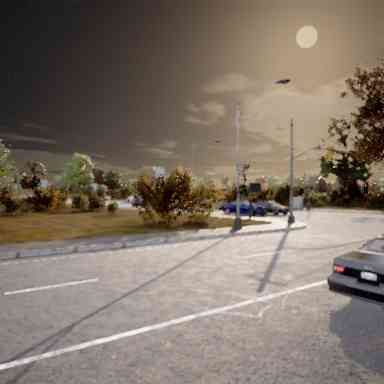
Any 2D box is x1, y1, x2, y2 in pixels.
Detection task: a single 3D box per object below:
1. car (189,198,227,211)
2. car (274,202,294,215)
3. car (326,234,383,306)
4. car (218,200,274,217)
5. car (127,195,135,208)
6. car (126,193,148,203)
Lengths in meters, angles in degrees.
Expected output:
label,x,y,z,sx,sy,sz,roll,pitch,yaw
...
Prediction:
label,x,y,z,sx,sy,sz,roll,pitch,yaw
car,2.004,1.580,42.685,2.128,1.511,4.902,0,0,-39
car,8.015,1.638,35.203,2.033,1.411,5.357,0,0,-39
car,5.251,1.584,7.501,5.357,1.411,2.033,0,0,-36
car,5.228,1.558,33.081,1.882,1.535,5.008,0,0,-40
car,-7.020,1.567,48.346,2.128,1.511,4.902,0,0,-38
car,-11.825,1.328,71.315,2.150,2.045,5.566,0,0,-38
